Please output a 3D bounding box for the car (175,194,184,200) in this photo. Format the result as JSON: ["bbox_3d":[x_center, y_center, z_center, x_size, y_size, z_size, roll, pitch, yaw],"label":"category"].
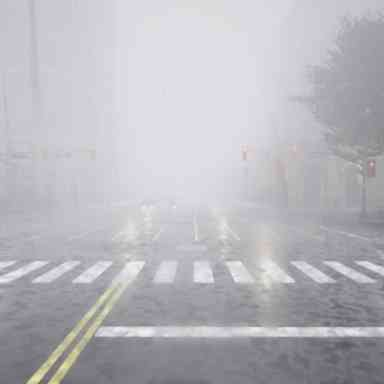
[{"bbox_3d":[-3.297,1.383,86.687,2.128,1.511,4.902,0,0,1],"label":"car"}]

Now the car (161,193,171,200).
[{"bbox_3d":[-6.799,1.232,86.491,2.097,1.767,4.553,0,0,1],"label":"car"}]

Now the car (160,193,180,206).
[{"bbox_3d":[-3.621,1.368,55.208,2.097,1.767,4.553,0,0,0],"label":"car"}]

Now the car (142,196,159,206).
[{"bbox_3d":[-7.120,1.576,55.446,1.994,1.385,4.181,0,0,0],"label":"car"}]

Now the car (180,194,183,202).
[{"bbox_3d":[-3.455,1.242,70.510,2.150,2.045,5.566,0,0,1],"label":"car"}]
